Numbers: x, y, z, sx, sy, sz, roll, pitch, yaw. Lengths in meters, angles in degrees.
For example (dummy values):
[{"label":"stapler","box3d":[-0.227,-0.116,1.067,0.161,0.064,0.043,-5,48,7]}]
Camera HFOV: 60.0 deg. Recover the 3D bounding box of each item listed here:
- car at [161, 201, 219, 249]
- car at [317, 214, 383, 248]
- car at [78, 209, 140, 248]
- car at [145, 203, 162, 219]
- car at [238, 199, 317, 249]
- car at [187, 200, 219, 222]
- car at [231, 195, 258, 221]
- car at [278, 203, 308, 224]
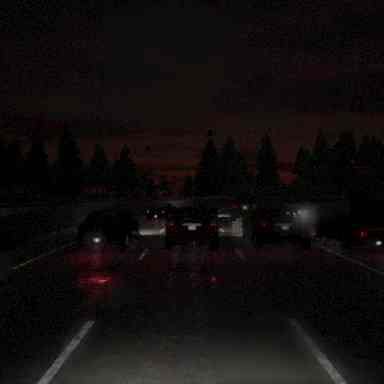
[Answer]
[{"label":"car","box3d":[0.000,1.365,14.620,2.097,1.767,4.553,0,0,0]},{"label":"car","box3d":[7.000,1.615,14.680,1.895,1.301,4.718,0,0,0]},{"label":"car","box3d":[-3.500,1.515,14.650,1.837,1.490,4.892,0,0,0]},{"label":"car","box3d":[-2.387,1.615,28.480,1.895,1.301,4.718,0,0,12]},{"label":"car","box3d":[3.500,1.365,14.620,2.097,1.767,4.553,0,0,0]},{"label":"car","box3d":[1.027,1.515,27.709,1.837,1.490,4.892,0,0,12]},{"label":"car","box3d":[4.454,1.257,26.997,2.150,2.045,5.566,0,0,12]},{"label":"car","box3d":[7.875,1.615,26.255,1.895,1.301,4.718,0,0,12]}]
